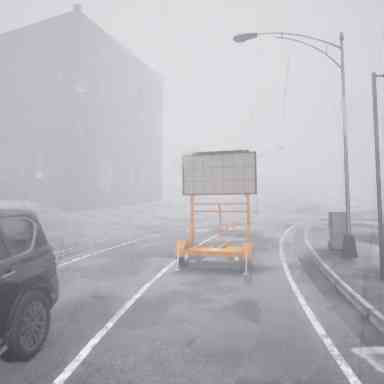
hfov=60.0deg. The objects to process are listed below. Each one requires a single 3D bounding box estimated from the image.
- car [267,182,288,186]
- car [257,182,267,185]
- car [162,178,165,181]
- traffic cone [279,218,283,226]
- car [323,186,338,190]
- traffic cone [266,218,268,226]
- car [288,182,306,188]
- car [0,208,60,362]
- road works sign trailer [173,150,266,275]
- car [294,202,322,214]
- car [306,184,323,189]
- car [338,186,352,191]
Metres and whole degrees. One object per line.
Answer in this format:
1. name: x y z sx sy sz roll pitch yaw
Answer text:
1. car: 18.034 -1.522 73.726 5.008 1.535 2.097 2 -5 -26
2. car: 13.047 -1.678 71.299 4.674 1.452 2.002 2 -5 -25
3. car: -7.073 -2.466 62.411 4.553 1.767 2.185 2 -5 -24
4. traffic cone: 6.099 2.049 22.751 0.340 0.580 0.340 -2 -1 17
5. car: 32.774 -0.835 81.693 4.674 1.452 2.002 3 -5 -30
6. traffic cone: 5.144 2.080 23.036 0.340 0.580 0.340 -2 -1 17
7. car: 22.946 -1.443 76.254 4.553 1.767 2.185 2 -5 -27
8. car: -3.314 1.239 3.089 2.150 2.045 5.566 0 0 4
9. road works sign trailer: 0.919 0.493 10.697 2.380 3.560 2.880 -1 0 18
10. car: 14.912 2.033 42.708 4.892 1.490 1.837 1 -4 -43
11. car: 27.977 -1.066 78.972 4.792 1.488 2.163 2 -5 -28
12. car: 37.426 -0.647 84.471 4.892 1.521 2.231 3 -5 -31
